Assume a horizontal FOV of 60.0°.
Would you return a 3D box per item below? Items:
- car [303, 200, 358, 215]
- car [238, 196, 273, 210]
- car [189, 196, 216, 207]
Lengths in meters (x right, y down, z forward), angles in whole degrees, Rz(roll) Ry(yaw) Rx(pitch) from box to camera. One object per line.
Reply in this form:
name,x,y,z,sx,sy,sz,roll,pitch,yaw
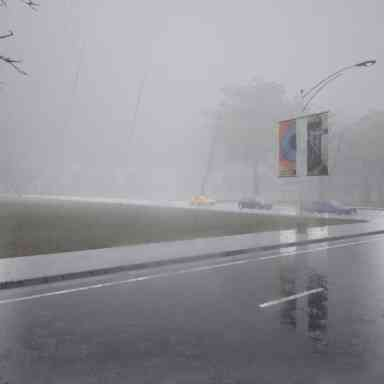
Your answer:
car,13.771,1.551,33.732,2.033,1.411,5.357,0,0,-36
car,7.931,1.320,41.724,2.097,1.767,4.553,0,0,-36
car,1.562,1.413,50.448,1.882,1.535,5.008,0,0,-36
